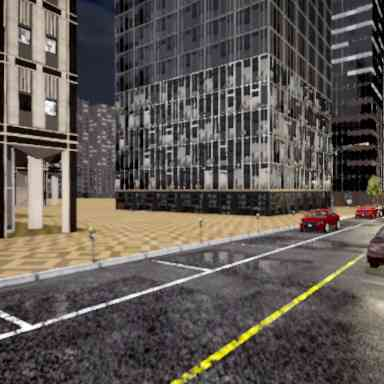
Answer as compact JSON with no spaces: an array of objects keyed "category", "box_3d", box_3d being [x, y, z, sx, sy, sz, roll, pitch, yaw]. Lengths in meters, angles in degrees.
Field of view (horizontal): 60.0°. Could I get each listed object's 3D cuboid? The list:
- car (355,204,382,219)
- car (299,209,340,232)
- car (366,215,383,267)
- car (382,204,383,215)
[{"category":"car","box_3d":[19.084,2.173,36.315,1.887,1.381,4.507,-1,-2,37]},{"category":"car","box_3d":[8.765,1.900,22.690,1.887,1.381,4.507,-1,-2,37]},{"category":"car","box_3d":[7.368,1.758,11.439,2.033,1.411,5.357,0,-1,37]},{"category":"car","box_3d":[22.523,2.272,40.856,2.008,1.369,4.403,-1,-2,37]}]
